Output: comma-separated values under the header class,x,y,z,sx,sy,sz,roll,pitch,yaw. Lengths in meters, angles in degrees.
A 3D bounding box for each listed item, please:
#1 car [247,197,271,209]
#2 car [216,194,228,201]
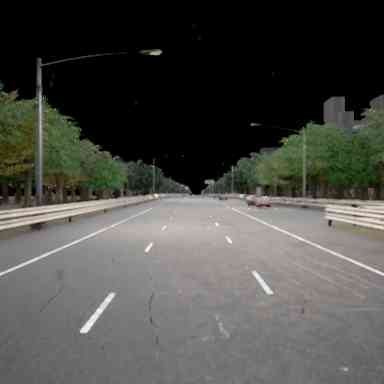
class,x,y,z,sx,sy,sz,roll,pitch,yaw
car,8.834,1.382,44.466,1.994,1.385,4.181,0,0,-13
car,6.984,1.278,75.059,1.812,1.442,4.674,0,0,0
